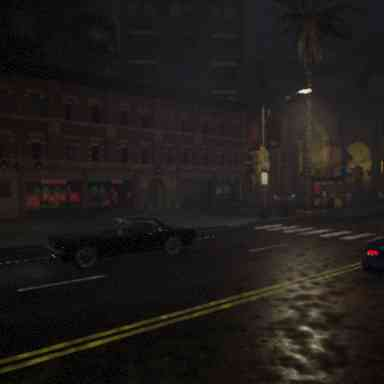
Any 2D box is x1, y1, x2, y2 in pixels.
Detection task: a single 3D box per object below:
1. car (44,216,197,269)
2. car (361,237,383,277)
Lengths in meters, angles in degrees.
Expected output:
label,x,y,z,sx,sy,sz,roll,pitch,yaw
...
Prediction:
label,x,y,z,sx,sy,sz,roll,pitch,yaw
car,-2.245,1.517,10.996,4.718,1.301,1.895,-1,1,-36
car,6.360,1.358,8.307,5.357,1.411,2.033,-1,1,-35
